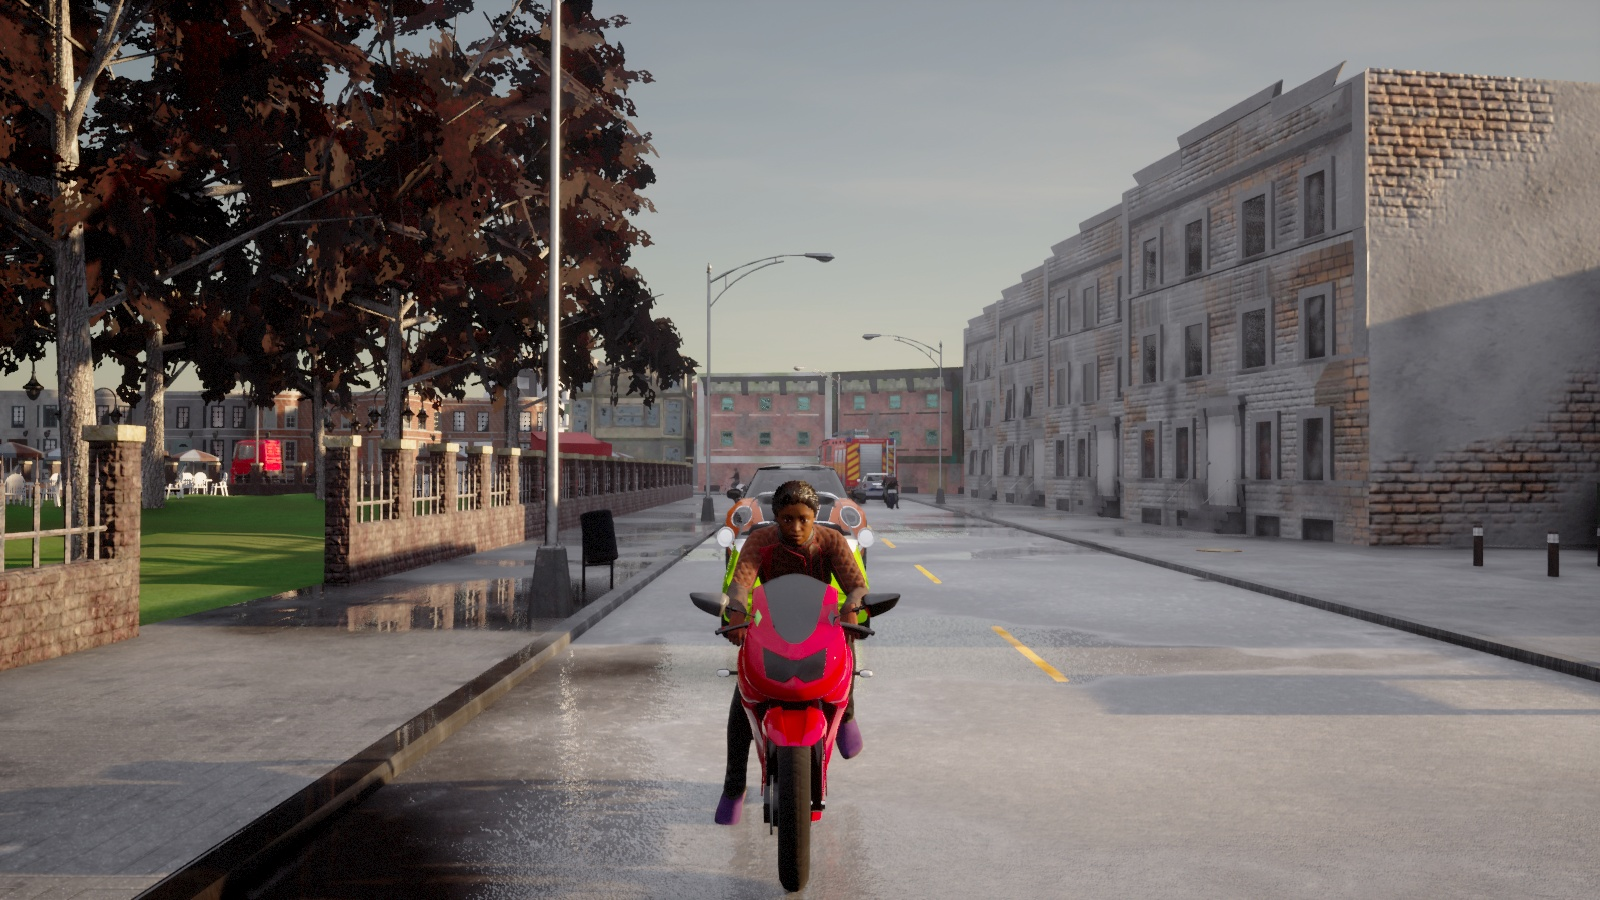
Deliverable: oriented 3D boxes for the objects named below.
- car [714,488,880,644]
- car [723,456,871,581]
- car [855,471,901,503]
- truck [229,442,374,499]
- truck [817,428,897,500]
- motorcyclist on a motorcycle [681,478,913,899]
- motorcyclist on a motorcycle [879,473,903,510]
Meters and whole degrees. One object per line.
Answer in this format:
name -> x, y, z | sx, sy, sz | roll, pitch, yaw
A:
car -> -0.032, 1.077, 12.395 | 1.481, 1.376, 2.207 | 0, -1, 0
car -> -0.053, 1.010, 20.121 | 2.097, 1.767, 4.553 | 0, -1, 0
car -> 3.787, 1.794, 61.448 | 1.970, 1.475, 3.806 | 0, -1, 0
truck -> -31.076, 1.269, 78.473 | 7.936, 3.462, 2.891 | 0, -1, 0
truck -> 3.109, 0.832, 71.245 | 2.891, 3.827, 8.468 | 0, -1, -9
motorcyclist on a motorcycle -> -0.014, 0.887, 5.366 | 0.797, 1.523, 2.044 | 0, -1, 0
motorcyclist on a motorcycle -> 3.823, 1.722, 52.982 | 0.866, 1.530, 2.191 | 0, -1, 0
